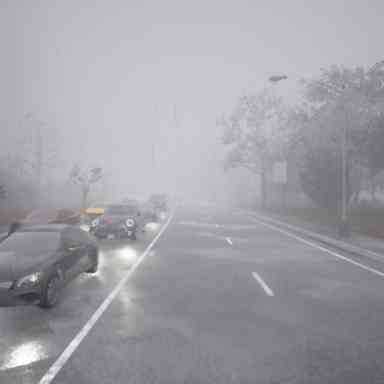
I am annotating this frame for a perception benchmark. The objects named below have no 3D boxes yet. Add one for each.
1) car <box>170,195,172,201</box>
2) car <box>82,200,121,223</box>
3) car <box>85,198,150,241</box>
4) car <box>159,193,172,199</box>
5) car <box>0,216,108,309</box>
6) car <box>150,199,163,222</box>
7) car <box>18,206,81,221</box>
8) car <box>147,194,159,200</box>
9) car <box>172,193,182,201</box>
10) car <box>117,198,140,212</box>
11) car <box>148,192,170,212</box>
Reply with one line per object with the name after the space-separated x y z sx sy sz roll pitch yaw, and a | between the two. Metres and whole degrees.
-6.931 1.094 77.853 2.150 2.045 5.566 0 0 -18 | car
-7.205 1.524 27.016 1.882 1.535 5.008 0 0 -1 | car
-3.618 1.397 17.033 2.097 1.767 4.553 0 0 0 | car
-7.090 1.064 89.249 2.097 1.767 4.553 0 0 -22 | car
-3.601 1.552 8.052 1.812 1.442 4.674 0 0 0 | car
-3.704 1.573 27.294 1.812 1.442 4.674 0 0 -1 | car
-7.114 1.523 16.613 1.882 1.535 5.008 0 0 0 | car
-10.339 1.263 87.942 1.994 1.385 4.181 0 0 -22 | car
-3.875 1.221 79.795 2.097 1.767 4.553 0 0 -18 | car
-7.648 1.504 40.501 2.128 1.511 4.902 0 0 -3 | car
-4.122 1.240 40.008 2.150 2.045 5.566 0 0 -3 | car
